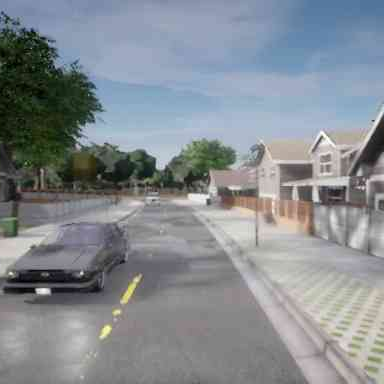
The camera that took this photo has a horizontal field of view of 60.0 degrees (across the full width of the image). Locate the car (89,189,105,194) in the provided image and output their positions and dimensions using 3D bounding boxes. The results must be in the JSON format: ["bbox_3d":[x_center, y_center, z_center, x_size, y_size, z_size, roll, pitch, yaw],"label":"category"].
[{"bbox_3d":[-21.222,0.497,77.157,5.566,2.045,2.150,2,1,-12],"label":"car"}]

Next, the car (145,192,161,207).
[{"bbox_3d":[-5.838,1.099,50.129,2.150,2.045,5.566,0,0,-7],"label":"car"}]

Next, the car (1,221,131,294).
[{"bbox_3d":[-2.926,1.540,9.127,2.033,1.411,5.357,0,0,-1],"label":"car"}]
